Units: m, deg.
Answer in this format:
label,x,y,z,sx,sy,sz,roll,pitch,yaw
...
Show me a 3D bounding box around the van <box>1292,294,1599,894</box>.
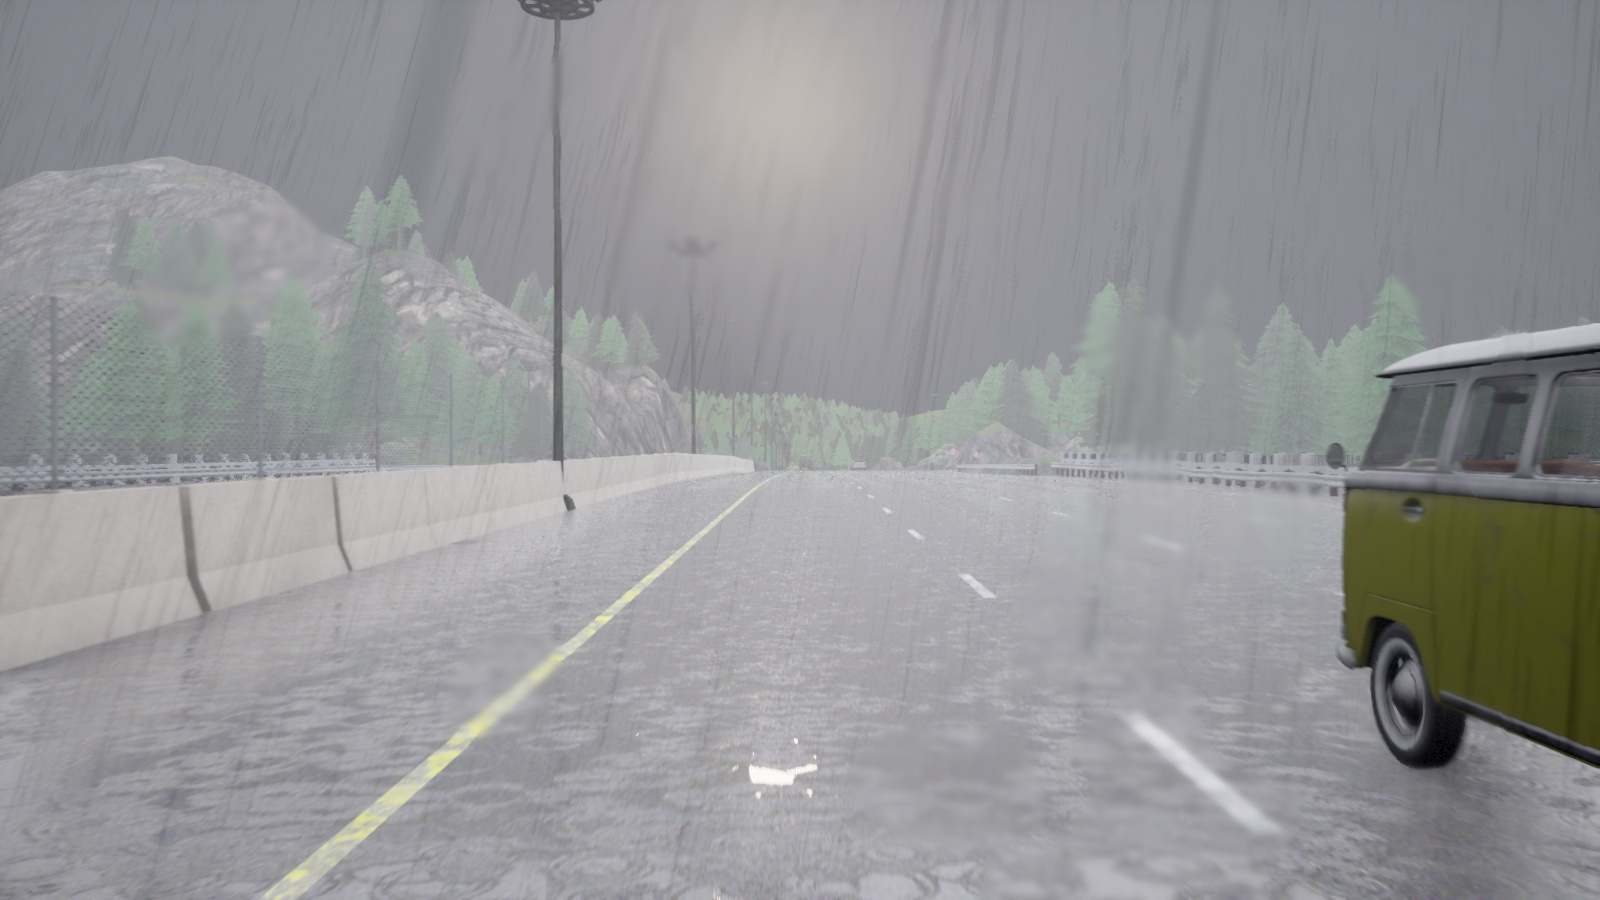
label,x,y,z,sx,sy,sz,roll,pitch,yaw
van,3.542,0.476,4.578,1.775,1.987,4.442,0,0,0
